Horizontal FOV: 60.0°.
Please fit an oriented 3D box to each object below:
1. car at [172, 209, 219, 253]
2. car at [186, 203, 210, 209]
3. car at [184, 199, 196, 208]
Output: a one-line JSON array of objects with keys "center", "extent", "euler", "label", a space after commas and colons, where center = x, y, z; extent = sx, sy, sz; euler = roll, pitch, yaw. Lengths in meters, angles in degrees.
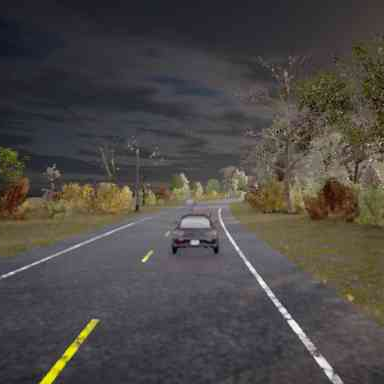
[{"center": [0.172, 1.660, 14.273], "extent": [1.812, 1.442, 4.674], "euler": [0, 0, 2], "label": "car"}, {"center": [0.770, 1.865, 28.938], "extent": [1.895, 1.301, 4.718], "euler": [0, 0, 3], "label": "car"}, {"center": [-0.266, 2.042, 58.645], "extent": [1.812, 1.442, 4.674], "euler": [0, 0, 7], "label": "car"}]
